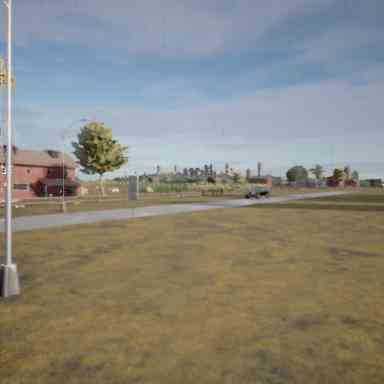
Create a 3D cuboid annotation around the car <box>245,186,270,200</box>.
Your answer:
[{"bbox_3d":[10.349,0.083,52.479,2.150,2.045,5.566,2,2,36],"label":"car"}]
